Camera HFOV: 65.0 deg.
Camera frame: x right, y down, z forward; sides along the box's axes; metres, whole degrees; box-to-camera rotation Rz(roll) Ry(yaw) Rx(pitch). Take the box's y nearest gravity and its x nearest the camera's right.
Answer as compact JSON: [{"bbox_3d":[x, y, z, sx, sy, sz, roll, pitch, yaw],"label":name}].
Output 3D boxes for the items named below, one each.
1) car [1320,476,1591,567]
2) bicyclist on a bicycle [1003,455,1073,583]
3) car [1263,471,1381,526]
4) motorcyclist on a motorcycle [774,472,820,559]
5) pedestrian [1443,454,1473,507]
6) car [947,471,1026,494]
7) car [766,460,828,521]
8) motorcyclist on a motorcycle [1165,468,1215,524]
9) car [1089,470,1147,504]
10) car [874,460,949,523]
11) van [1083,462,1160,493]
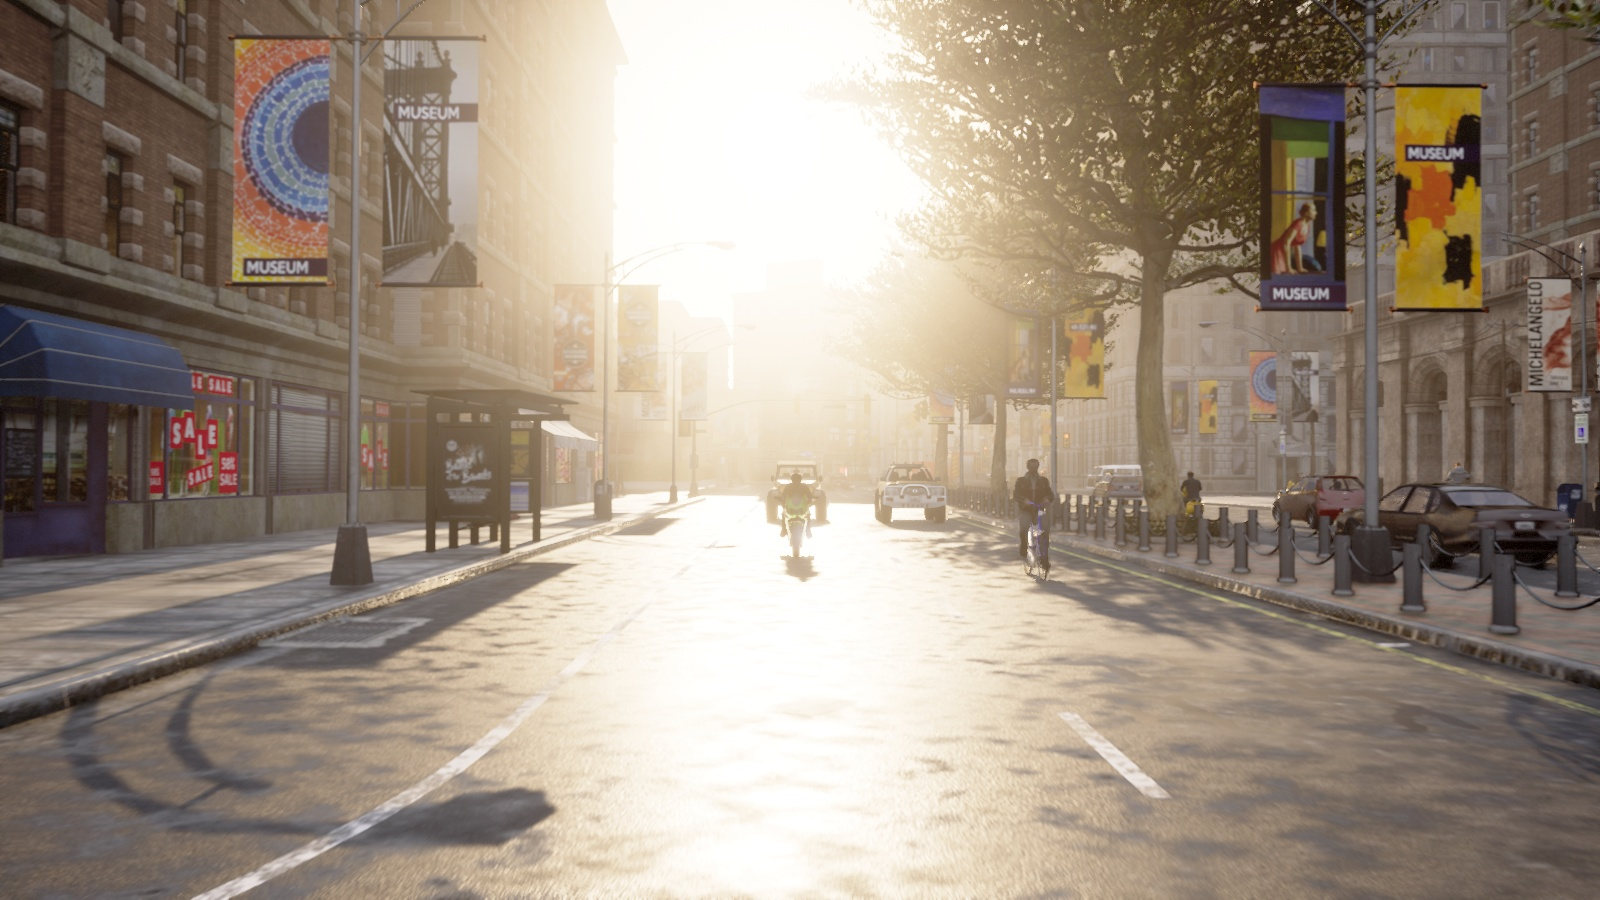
[{"bbox_3d":[11.445,1.185,22.481,2.033,1.411,5.357,0,-1,0],"label":"car"},{"bbox_3d":[3.455,0.972,18.354,0.659,1.776,1.843,0,-1,0],"label":"bicyclist on a bicycle"},{"bbox_3d":[14.912,1.361,36.085,1.845,1.501,3.633,0,-1,0],"label":"car"},{"bbox_3d":[-0.057,1.175,23.075,0.797,1.523,2.044,0,-1,0],"label":"motorcyclist on a motorcycle"},{"bbox_3d":[24.920,1.152,47.559,0.659,1.952,0.873,0,-1,0],"label":"pedestrian"},{"bbox_3d":[12.410,2.139,83.754,4.792,1.488,2.163,-1,-1,37],"label":"car"},{"bbox_3d":[-0.101,1.281,40.849,1.905,1.878,3.866,0,-1,0],"label":"car"},{"bbox_3d":[11.410,1.326,36.807,0.866,1.590,1.817,0,-1,0],"label":"motorcyclist on a motorcycle"},{"bbox_3d":[14.840,1.699,58.831,1.789,1.549,3.705,0,-1,0],"label":"car"},{"bbox_3d":[3.403,1.260,39.139,1.932,1.855,4.605,0,-1,0],"label":"car"},{"bbox_3d":[21.397,1.825,83.629,4.480,2.038,2.069,0,-1,-11],"label":"van"}]
